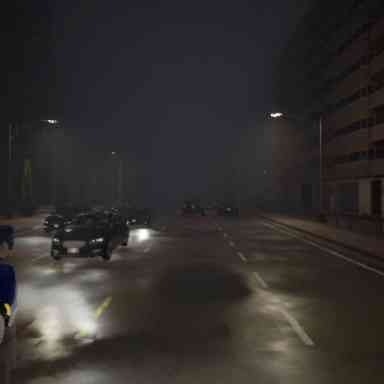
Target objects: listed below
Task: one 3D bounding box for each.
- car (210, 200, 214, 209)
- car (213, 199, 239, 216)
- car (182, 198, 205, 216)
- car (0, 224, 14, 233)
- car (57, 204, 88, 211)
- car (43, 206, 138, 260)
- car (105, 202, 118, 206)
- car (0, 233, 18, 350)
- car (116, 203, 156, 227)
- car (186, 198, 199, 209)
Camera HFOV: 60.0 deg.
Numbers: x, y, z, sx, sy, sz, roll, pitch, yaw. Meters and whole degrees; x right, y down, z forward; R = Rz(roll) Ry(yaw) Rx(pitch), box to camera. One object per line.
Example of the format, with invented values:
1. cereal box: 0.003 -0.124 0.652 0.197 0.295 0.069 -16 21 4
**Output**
1. car: 3.498 1.643 45.045 1.895 1.301 4.718 0 0 0
2. car: 3.497 1.595 33.236 1.994 1.385 4.181 0 0 0
3. car: 0.093 1.382 32.368 2.097 1.767 4.553 0 0 -1
4. car: -7.093 1.487 9.499 1.882 1.535 5.008 0 0 0
5. car: -7.086 1.524 19.811 1.837 1.490 4.892 0 0 0
6. car: -3.589 1.504 12.514 2.128 1.511 4.902 0 0 0
7. car: -7.040 1.630 30.105 1.895 1.301 4.718 0 0 1
8. car: -3.589 1.481 3.025 1.882 1.535 5.008 0 0 0
9. car: -3.581 1.586 22.529 1.994 1.385 4.181 0 0 0
10. car: 0.063 1.570 47.240 1.812 1.442 4.674 0 0 0
